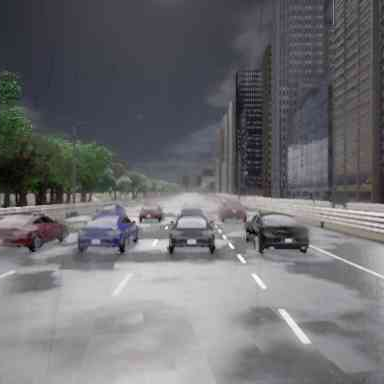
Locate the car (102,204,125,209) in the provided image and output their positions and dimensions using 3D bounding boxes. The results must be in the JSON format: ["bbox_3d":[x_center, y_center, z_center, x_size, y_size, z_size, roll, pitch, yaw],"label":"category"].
[{"bbox_3d":[-7.022,1.826,29.424,1.812,1.442,4.674,0,0,0],"label":"car"}]

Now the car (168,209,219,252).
[{"bbox_3d":[0.003,1.667,14.416,1.812,1.442,4.674,0,0,0],"label":"car"}]

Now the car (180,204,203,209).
[{"bbox_3d":[-0.022,1.779,29.523,1.882,1.535,5.008,0,0,0],"label":"car"}]

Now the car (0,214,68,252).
[{"bbox_3d":[-6.997,1.667,14.411,1.812,1.442,4.674,0,0,0],"label":"car"}]

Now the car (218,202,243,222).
[{"bbox_3d":[3.477,1.647,29.124,2.097,1.767,4.553,0,-1,0],"label":"car"}]

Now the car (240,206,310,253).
[{"bbox_3d":[3.503,1.620,14.510,1.882,1.535,5.008,0,0,0],"label":"car"}]

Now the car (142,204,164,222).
[{"bbox_3d":[-3.523,1.826,29.444,1.812,1.442,4.674,0,0,0],"label":"car"}]

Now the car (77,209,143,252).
[{"bbox_3d":[-3.498,1.667,14.408,1.812,1.442,4.674,0,0,0],"label":"car"}]
